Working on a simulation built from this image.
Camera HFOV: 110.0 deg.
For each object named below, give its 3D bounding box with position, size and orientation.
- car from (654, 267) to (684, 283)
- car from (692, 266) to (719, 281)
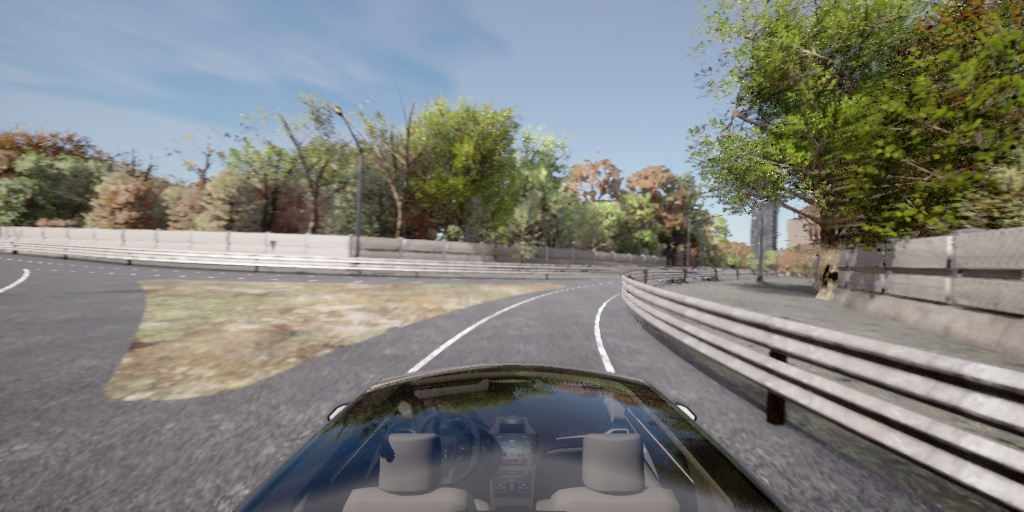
[{"bbox_3d":[16.400,1.936,37.141,1.837,1.490,4.892,2,0,45],"label":"car"},{"bbox_3d":[24.638,2.122,45.475,4.553,1.767,2.097,3,0,-45],"label":"car"}]
